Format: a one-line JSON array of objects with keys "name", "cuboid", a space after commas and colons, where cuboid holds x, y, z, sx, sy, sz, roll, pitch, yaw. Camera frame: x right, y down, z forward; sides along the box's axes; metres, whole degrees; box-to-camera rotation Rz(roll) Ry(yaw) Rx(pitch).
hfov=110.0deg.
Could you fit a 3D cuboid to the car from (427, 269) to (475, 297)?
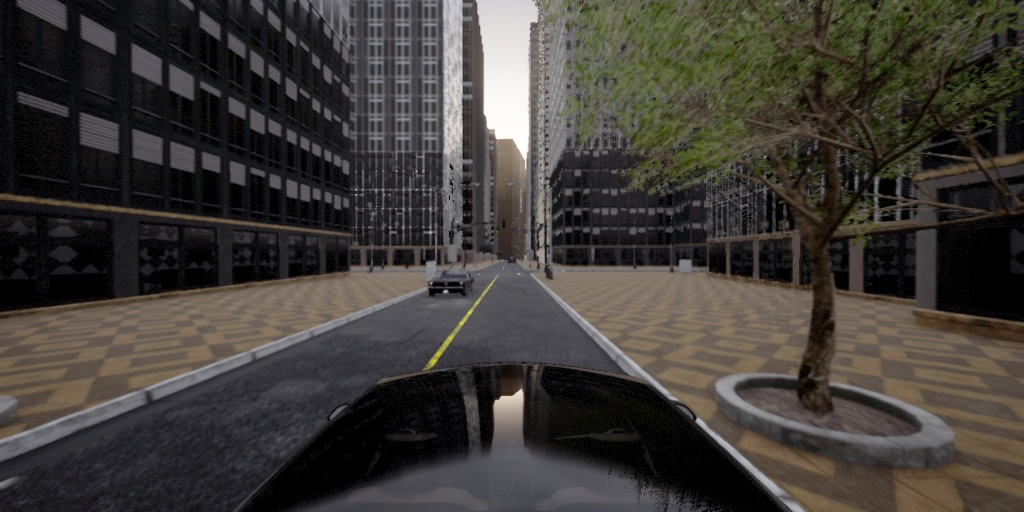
[{"name": "car", "cuboid": [-3.100, 1.375, 19.046, 1.895, 1.301, 4.718, 0, 0, 0]}]
